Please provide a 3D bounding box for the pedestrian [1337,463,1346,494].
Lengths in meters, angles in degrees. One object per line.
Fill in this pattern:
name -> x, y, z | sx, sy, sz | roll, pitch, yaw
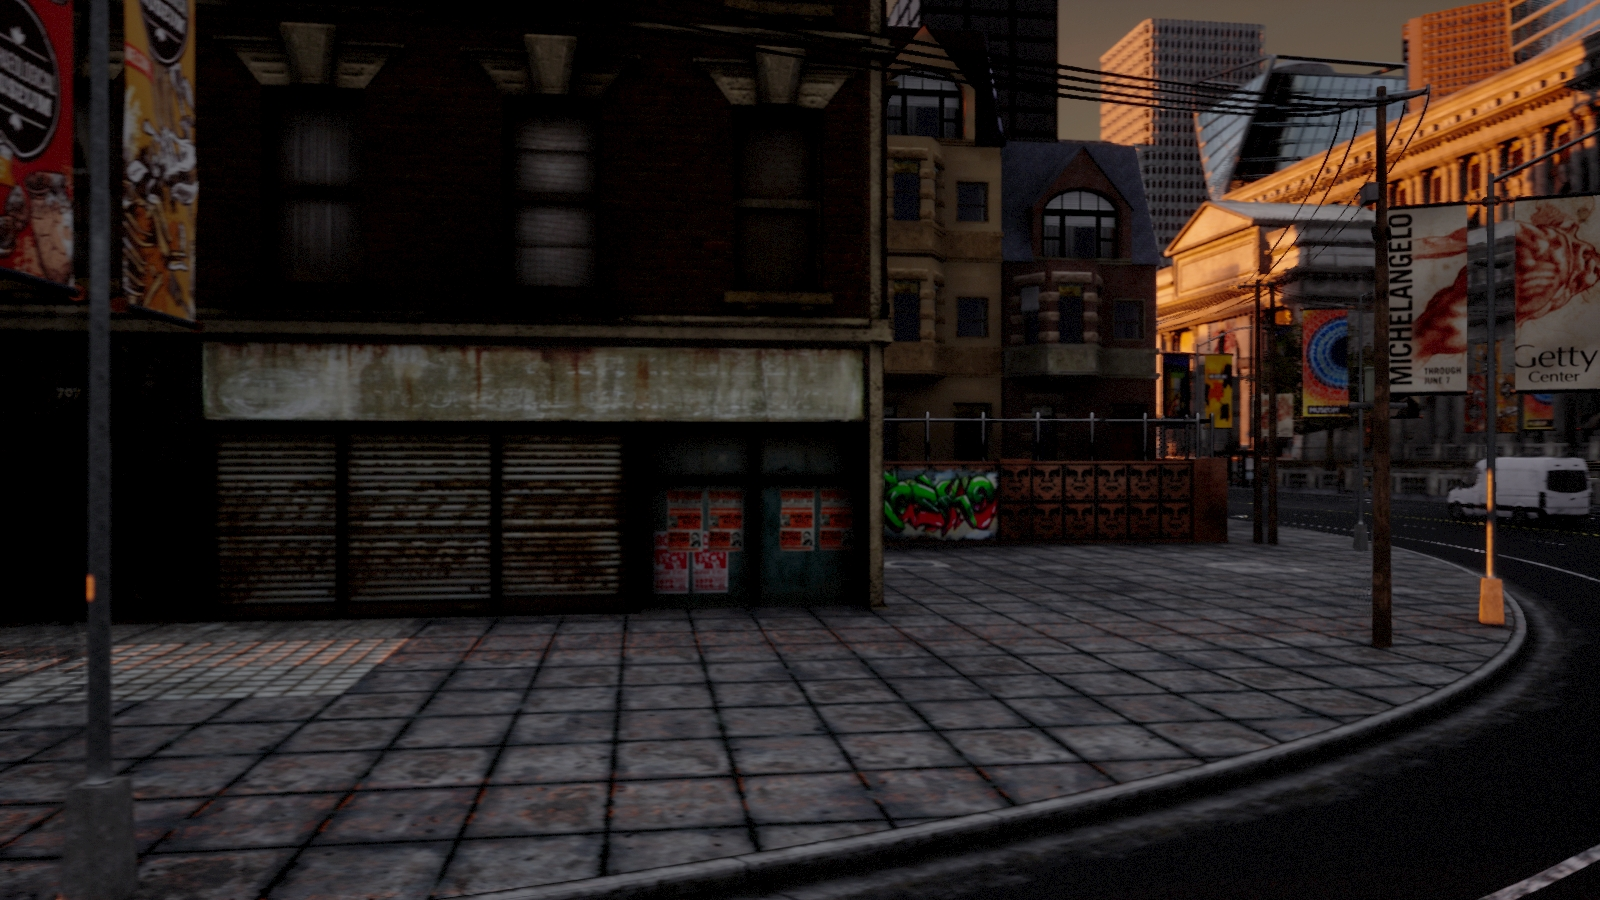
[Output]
pedestrian -> 32.775, 1.746, 69.132 | 0.375, 1.860, 0.375 | 0, 0, -9

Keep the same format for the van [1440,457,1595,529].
van -> 27.595, 1.564, 44.236 | 1.988, 2.561, 5.915 | 0, 0, -4

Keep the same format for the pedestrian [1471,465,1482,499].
pedestrian -> 36.587, 1.739, 61.820 | 0.375, 1.860, 0.375 | 0, 0, -1

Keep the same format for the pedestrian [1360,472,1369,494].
pedestrian -> 34.640, 2.027, 70.121 | 0.375, 1.300, 0.375 | 0, 0, -3
